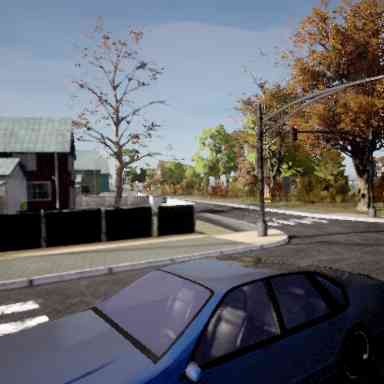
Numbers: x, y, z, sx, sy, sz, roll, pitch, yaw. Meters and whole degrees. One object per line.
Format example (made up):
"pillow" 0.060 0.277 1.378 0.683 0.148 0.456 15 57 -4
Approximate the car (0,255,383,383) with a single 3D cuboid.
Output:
"car" 0.299 1.528 3.774 5.357 1.411 2.033 -1 0 -36
